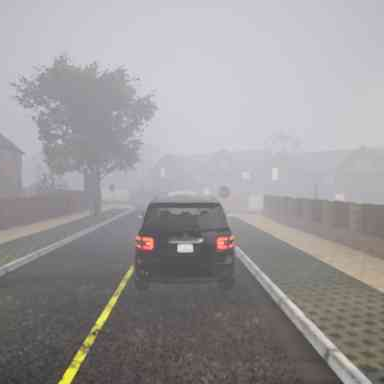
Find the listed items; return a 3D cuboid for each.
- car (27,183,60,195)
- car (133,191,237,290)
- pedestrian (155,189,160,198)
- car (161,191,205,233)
[{"bbox_3d":[-20.911,-0.134,47.146,5.566,2.045,2.150,3,1,30],"label":"car"},{"bbox_3d":[-0.201,1.106,8.891,2.150,2.045,5.566,0,1,-2],"label":"car"},{"bbox_3d":[-4.664,0.479,44.509,0.375,1.860,0.375,-1,-4,30],"label":"pedestrian"},{"bbox_3d":[-0.548,0.968,19.111,2.150,2.045,5.566,0,1,-2],"label":"car"}]
